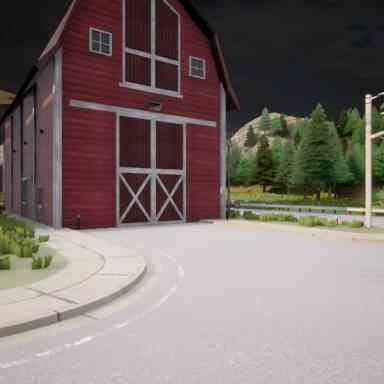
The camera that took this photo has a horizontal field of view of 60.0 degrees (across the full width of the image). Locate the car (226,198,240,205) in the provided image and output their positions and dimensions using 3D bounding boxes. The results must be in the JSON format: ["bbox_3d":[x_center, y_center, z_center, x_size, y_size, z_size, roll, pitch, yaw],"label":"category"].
[{"bbox_3d":[4.532,1.550,44.855,1.812,1.442,4.674,0,0,-35],"label":"car"}]
